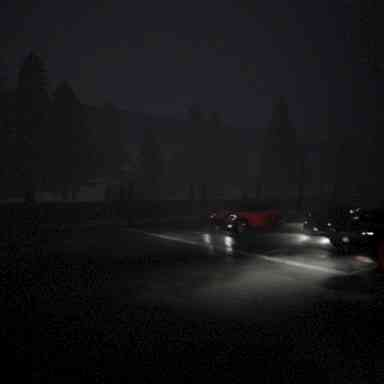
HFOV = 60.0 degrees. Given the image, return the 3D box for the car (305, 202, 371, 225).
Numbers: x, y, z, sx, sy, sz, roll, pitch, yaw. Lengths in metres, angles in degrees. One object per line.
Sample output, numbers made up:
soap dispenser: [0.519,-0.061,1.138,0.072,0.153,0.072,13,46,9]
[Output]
car: [10.890,1.518,24.652,5.357,1.411,2.033,0,0,-35]

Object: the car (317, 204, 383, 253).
car: [7.599,1.474,13.672,4.902,1.511,2.128,0,0,-37]

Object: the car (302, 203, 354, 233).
car: [8.531,1.525,18.674,5.357,1.411,2.033,0,0,-35]

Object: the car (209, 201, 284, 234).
car: [3.182,1.335,19.159,4.553,1.767,2.097,0,0,-36]
